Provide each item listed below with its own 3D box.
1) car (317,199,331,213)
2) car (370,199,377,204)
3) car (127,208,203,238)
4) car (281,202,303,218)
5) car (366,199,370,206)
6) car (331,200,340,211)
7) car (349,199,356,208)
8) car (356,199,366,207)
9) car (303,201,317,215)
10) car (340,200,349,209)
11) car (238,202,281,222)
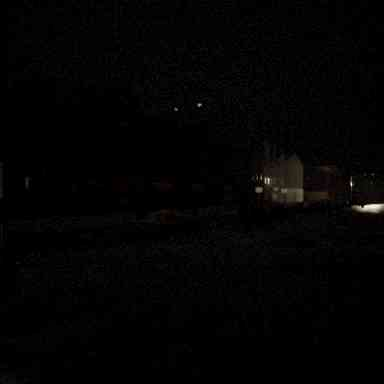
[{"bbox_3d":[14.930,1.751,40.292,1.887,1.381,4.507,-1,-1,35],"label":"car"},{"bbox_3d":[44.185,2.377,81.613,2.008,1.369,4.403,-1,-2,35],"label":"car"},{"bbox_3d":[-1.226,1.515,17.475,1.752,1.417,4.829,0,-1,35],"label":"car"},{"bbox_3d":[8.429,1.660,31.110,2.008,1.369,4.403,-1,-1,35],"label":"car"},{"bbox_3d":[34.434,2.128,67.840,1.887,1.381,4.507,-1,-1,35],"label":"car"},{"bbox_3d":[18.180,1.701,44.885,1.967,1.590,4.097,-1,-1,35],"label":"car"},{"bbox_3d":[24.682,1.930,54.066,2.008,1.369,4.403,-1,-1,35],"label":"car"},{"bbox_3d":[31.184,2.063,63.250,2.008,1.369,4.403,-1,-1,35],"label":"car"},{"bbox_3d":[11.679,1.738,35.701,1.802,1.307,4.206,-1,-1,35],"label":"car"},{"bbox_3d":[21.432,1.869,49.475,2.008,1.369,4.403,-1,-1,35],"label":"car"},{"bbox_3d":[5.178,1.632,26.519,1.947,1.339,4.313,0,-1,35],"label":"car"}]
